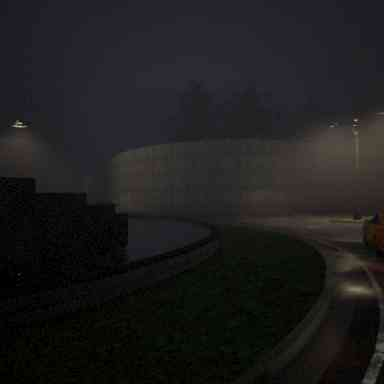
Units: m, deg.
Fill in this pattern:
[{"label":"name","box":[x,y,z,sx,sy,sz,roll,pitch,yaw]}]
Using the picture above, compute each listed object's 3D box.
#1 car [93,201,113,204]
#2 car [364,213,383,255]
[{"label":"car","box":[-11.780,1.895,42.984,4.553,1.767,2.097,-1,-1,44]},{"label":"car","box":[8.072,1.532,13.173,1.882,1.535,5.008,-1,-1,20]}]
